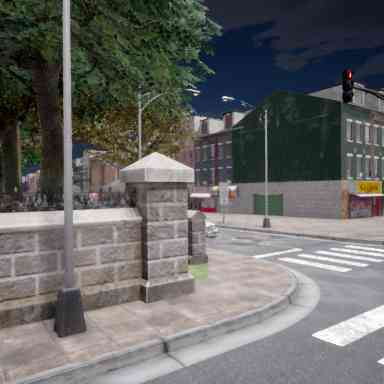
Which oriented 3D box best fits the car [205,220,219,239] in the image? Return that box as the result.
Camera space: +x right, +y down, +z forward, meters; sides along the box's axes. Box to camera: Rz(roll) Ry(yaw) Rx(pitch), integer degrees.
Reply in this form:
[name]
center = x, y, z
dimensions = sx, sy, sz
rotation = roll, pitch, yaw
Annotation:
[car]
center = -0.522, 1.751, 18.164
dimensions = 1.812, 1.442, 4.674
rotation = -1, 0, -36
